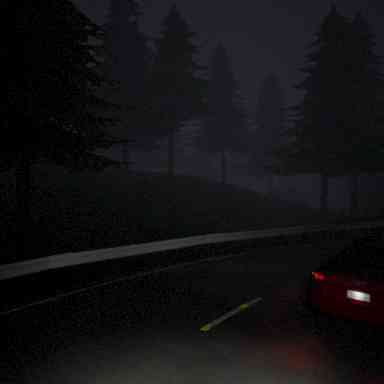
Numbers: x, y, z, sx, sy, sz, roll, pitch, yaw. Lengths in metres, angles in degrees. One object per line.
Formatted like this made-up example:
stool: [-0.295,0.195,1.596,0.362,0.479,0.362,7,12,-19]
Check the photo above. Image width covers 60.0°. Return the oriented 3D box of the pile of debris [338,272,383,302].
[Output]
pile of debris: [4.519,2.185,7.597,1.860,0.140,1.500,0,0,-40]

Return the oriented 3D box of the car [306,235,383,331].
car: [3.956,1.568,6.589,1.994,1.385,4.181,1,1,44]
